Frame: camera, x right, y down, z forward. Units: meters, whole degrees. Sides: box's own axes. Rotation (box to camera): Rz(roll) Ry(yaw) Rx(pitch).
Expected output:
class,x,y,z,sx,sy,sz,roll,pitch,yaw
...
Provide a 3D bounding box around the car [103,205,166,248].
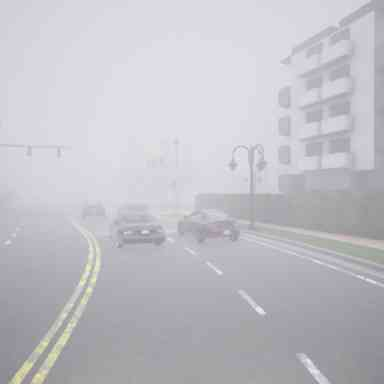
class,x,y,z,sx,sy,sz,roll,pitch,yaw
car,-2.607,1.562,14.946,2.033,1.411,5.357,0,0,-19

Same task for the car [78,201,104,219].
class,x,y,z,sx,sy,sz,roll,pitch,yaw
car,-8.710,1.494,28.814,2.128,1.511,4.902,0,0,-24

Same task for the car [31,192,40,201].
class,x,y,z,sx,sy,sz,roll,pitch,yaw
car,-39.533,1.470,84.243,1.882,1.535,5.008,0,0,-23

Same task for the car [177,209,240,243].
class,x,y,z,sx,sy,sz,roll,pitch,yaw
car,0.695,1.532,16.106,1.812,1.442,4.674,0,0,-19

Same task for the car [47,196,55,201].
class,x,y,z,sx,sy,sz,roll,pitch,yaw
car,-36.297,1.587,85.578,1.895,1.301,4.718,0,0,-23

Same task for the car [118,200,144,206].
class,x,y,z,sx,sy,sz,roll,pitch,yaw
car,-5.523,1.484,30.262,1.882,1.535,5.008,0,0,-24
